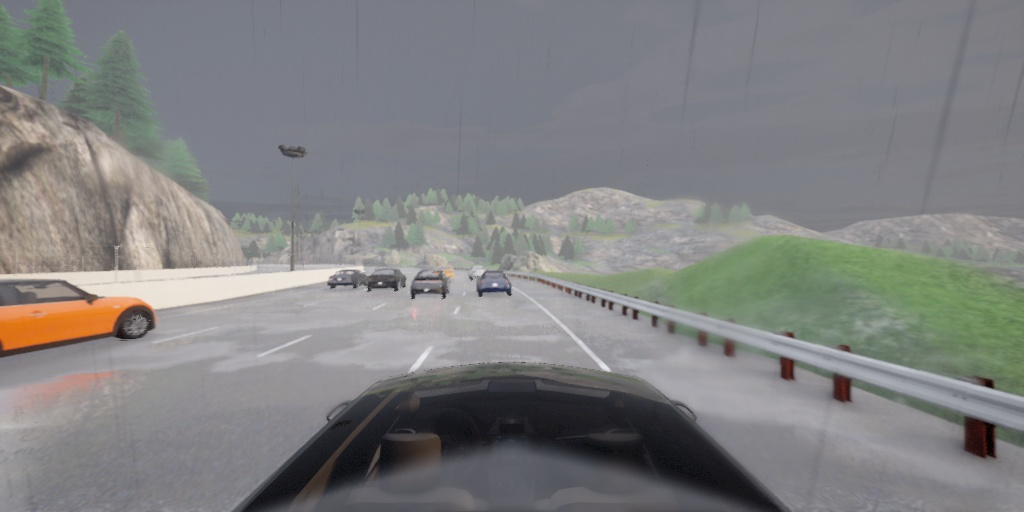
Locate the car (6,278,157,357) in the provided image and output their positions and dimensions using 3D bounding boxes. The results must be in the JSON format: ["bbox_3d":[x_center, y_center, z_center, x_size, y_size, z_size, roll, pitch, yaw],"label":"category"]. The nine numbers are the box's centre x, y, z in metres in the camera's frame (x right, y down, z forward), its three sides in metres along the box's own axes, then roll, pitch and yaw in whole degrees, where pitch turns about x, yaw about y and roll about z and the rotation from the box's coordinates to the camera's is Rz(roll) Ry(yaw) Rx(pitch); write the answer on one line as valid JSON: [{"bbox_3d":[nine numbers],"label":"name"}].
[{"bbox_3d":[-10.607,1.257,7.773,2.097,1.767,4.553,0,-1,-2],"label":"car"}]

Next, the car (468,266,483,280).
[{"bbox_3d":[-3.670,1.772,38.412,1.812,1.442,4.674,0,-1,-11],"label":"car"}]

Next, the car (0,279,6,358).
[{"bbox_3d":[-6.969,1.155,1.893,2.097,1.767,4.553,0,-1,0],"label":"car"}]

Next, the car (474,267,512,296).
[{"bbox_3d":[-1.131,1.578,21.751,1.994,1.385,4.181,0,-1,-6],"label":"car"}]

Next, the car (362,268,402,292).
[{"bbox_3d":[-8.517,1.585,24.759,1.882,1.535,5.008,0,-1,-7],"label":"car"}]

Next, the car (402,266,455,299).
[{"bbox_3d":[-4.468,1.511,20.174,2.128,1.511,4.902,0,-1,-6],"label":"car"}]

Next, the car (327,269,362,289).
[{"bbox_3d":[-12.374,1.718,27.477,2.033,1.411,5.357,0,-1,-8],"label":"car"}]
